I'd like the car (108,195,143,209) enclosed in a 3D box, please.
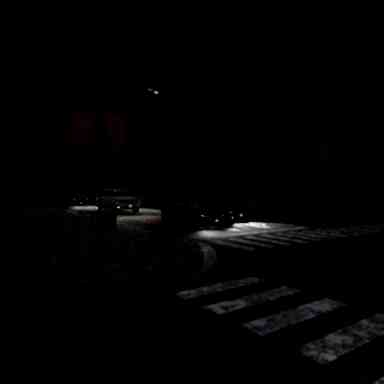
[{"bbox_3d":[-7.138,1.015,35.509,1.895,1.301,4.718,0,1,-35],"label":"car"}]

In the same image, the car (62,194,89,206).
[{"bbox_3d":[-13.761,0.897,39.248,1.895,1.301,4.718,0,1,-35],"label":"car"}]

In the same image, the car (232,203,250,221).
[{"bbox_3d":[1.963,1.253,22.672,1.994,1.385,4.181,0,1,-35],"label":"car"}]

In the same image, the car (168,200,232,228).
[{"bbox_3d":[-0.002,1.234,19.836,1.812,1.442,4.674,0,1,-35],"label":"car"}]

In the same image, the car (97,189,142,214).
[{"bbox_3d":[-6.525,0.731,29.035,2.150,2.045,5.566,0,1,-35],"label":"car"}]
